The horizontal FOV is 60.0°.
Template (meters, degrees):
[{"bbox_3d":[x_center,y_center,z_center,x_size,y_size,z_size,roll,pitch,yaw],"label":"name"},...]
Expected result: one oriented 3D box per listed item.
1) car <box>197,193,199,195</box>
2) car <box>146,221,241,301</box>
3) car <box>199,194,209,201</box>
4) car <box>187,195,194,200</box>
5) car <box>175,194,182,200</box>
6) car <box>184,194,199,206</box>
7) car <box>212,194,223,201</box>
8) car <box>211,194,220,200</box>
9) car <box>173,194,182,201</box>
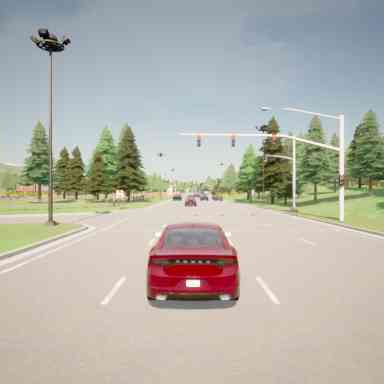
[{"bbox_3d":[3.136,1.355,94.046,2.128,1.511,4.902,0,0,0],"label":"car"},{"bbox_3d":[0.031,1.477,8.398,1.882,1.535,5.008,0,0,0],"label":"car"},{"bbox_3d":[3.175,1.514,84.043,1.812,1.442,4.674,0,0,0],"label":"car"},{"bbox_3d":[-0.364,1.425,94.062,1.895,1.301,4.718,0,0,0],"label":"car"},{"bbox_3d":[-3.864,1.308,94.019,1.882,1.535,5.008,0,0,0],"label":"car"},{"bbox_3d":[-0.204,1.524,53.000,1.812,1.442,4.674,0,0,0],"label":"car"},{"bbox_3d":[6.676,1.514,83.640,2.128,1.511,4.902,0,0,0],"label":"car"},{"bbox_3d":[6.636,1.370,94.060,2.033,1.411,5.357,0,0,0],"label":"car"},{"bbox_3d":[-3.824,1.467,83.599,1.882,1.535,5.008,0,0,0],"label":"car"}]
